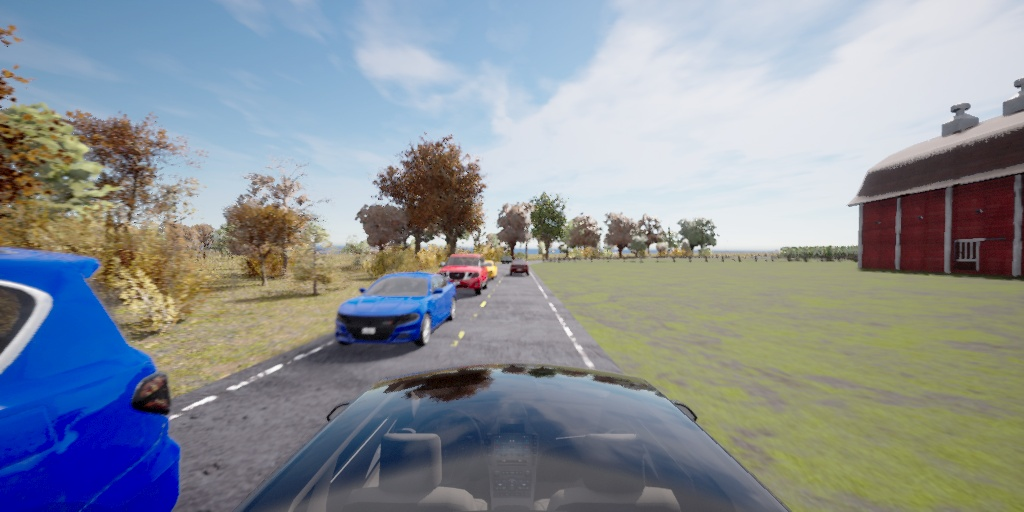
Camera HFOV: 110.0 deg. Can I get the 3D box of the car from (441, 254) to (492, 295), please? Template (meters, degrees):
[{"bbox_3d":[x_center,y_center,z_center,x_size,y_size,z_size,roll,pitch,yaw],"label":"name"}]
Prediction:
[{"bbox_3d":[-2.519,0.895,19.549,2.150,2.045,5.566,1,0,1],"label":"car"}]

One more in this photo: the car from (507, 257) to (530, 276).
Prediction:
[{"bbox_3d":[0.759,1.137,36.463,1.882,1.535,5.008,1,0,1],"label":"car"}]

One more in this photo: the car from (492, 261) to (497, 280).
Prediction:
[{"bbox_3d":[-2.274,1.124,30.048,1.882,1.535,5.008,1,0,2],"label":"car"}]

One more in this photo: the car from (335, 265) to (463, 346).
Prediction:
[{"bbox_3d":[-2.722,1.177,9.468,1.882,1.535,5.008,1,0,1],"label":"car"}]
